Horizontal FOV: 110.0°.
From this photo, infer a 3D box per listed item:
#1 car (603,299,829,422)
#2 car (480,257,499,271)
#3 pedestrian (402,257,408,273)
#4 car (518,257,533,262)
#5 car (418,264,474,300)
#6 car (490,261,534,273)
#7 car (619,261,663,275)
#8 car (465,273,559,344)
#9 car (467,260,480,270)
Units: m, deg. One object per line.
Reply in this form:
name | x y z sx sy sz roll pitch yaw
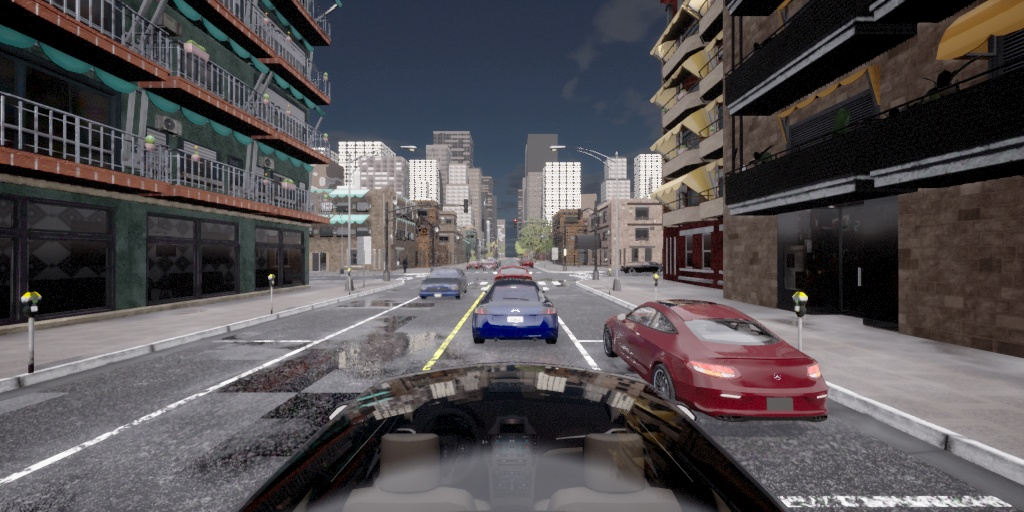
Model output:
car | 2.682 1.333 5.669 1.802 1.307 4.207 0 0 0
car | -3.178 1.312 51.374 1.812 1.442 4.674 0 0 0
pedestrian | -12.587 1.061 42.130 0.375 1.860 0.375 0 0 0
car | 2.581 1.114 60.420 2.192 1.841 5.009 0 0 0
car | -3.261 1.305 18.040 2.033 1.411 5.357 0 0 -2
car | 0.067 1.235 18.610 1.882 1.535 5.008 0 0 0
car | 13.496 1.200 36.651 4.718 1.301 1.895 -1 0 0
car | 0.080 1.317 9.624 1.994 1.385 4.181 0 0 0
car | -5.877 1.336 54.883 1.888 1.381 4.507 0 0 0
